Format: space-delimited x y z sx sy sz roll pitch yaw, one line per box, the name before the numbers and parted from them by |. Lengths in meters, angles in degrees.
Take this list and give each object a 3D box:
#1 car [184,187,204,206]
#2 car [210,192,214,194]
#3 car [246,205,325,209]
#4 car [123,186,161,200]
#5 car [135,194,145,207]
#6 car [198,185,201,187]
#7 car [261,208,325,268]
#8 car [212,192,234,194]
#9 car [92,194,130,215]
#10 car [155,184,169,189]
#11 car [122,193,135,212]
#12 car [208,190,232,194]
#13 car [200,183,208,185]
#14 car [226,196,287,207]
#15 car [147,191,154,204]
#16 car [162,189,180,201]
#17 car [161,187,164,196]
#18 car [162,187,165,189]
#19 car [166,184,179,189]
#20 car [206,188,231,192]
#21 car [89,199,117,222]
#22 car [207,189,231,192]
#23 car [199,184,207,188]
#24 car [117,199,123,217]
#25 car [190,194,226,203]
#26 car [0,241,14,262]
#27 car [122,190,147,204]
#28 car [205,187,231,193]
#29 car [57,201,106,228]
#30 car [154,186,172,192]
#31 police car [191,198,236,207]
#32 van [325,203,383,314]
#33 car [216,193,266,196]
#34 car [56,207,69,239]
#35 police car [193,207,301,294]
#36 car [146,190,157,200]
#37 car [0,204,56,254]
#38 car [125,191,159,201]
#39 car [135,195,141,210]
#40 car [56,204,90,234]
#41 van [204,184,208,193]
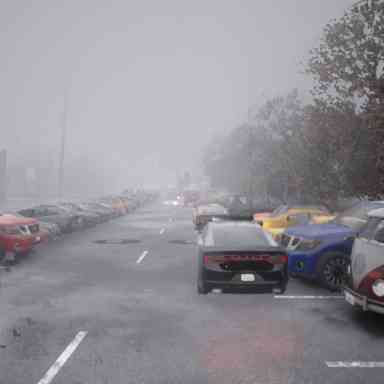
car | 0.104 0.706 45.001 2.150 2.045 5.566 0 2 1
car | 5.120 1.061 42.079 5.008 1.535 2.097 0 2 0
car | 5.063 1.482 14.194 5.008 1.535 2.097 0 0 0
car | -7.910 0.514 50.268 5.566 2.045 2.435 0 2 0
car | -7.996 1.247 36.349 4.792 1.488 2.163 0 1 0
car | 0.120 0.245 58.685 2.097 1.767 4.553 0 3 0
car | 5.248 1.479 11.285 5.366 1.575 1.946 0 0 0
car | 5.114 1.142 39.290 5.008 1.535 2.097 0 2 0
car | -7.952 1.255 27.992 4.553 1.767 2.185 0 1 0
car | -8.173 -0.646 91.217 4.792 1.488 2.163 0 3 0
car | -7.947 1.210 30.772 4.553 1.767 2.185 0 1 0
car | 5.321 0.872 47.522 5.366 1.575 1.946 0 2 0
car | 4.967 -0.808 91.316 4.553 1.767 2.185 0 3 0
car | 4.911 1.374 28.140 5.366 1.575 1.946 0 1 0
car | -7.979 1.008 44.715 4.792 1.488 2.163 0 2 0
car | -3.463 0.673 55.028 1.895 1.301 4.718 0 3 0
car | -7.892 0.406 58.630 4.792 1.488 2.163 0 3 0
car | -7.945 0.268 61.411 4.792 1.488 2.163 0 3 0
car | -3.392 -0.108 65.823 2.097 1.767 4.553 1 3 -1
car | 5.156 0.545 56.016 4.674 1.452 2.002 0 3 0
car | -8.001 1.445 22.417 5.008 1.535 2.097 0 1 0
car | 5.327 0.760 50.315 5.366 1.575 1.946 0 2 0
car | 4.927 -0.525 88.556 5.008 1.535 2.097 0 3 0
car | -7.986 1.457 25.207 4.674 1.452 2.002 0 0 0
car | 1.099 1.291 24.777 2.097 1.767 4.553 0 1 0
car | -3.593 1.505 2.470 1.837 1.490 4.892 0 0 0
car | -7.992 1.021 39.131 4.553 1.767 2.185 0 2 0
car | 5.161 0.407 58.797 4.674 1.452 2.002 0 3 0
car | -8.006 1.465 19.628 5.008 1.535 2.097 0 0 0
car | -8.136 -0.834 93.987 5.008 1.535 2.097 0 3 0
police car | 1.088 1.414 18.921 1.930 1.638 5.238 0 0 0
van | 4.935 1.255 5.716 4.442 1.987 1.878 0 0 0
car | 5.107 1.218 36.373 4.892 1.521 2.231 0 2 0
car | -8.014 1.522 14.055 4.674 1.452 2.002 0 0 0
police car | 1.068 1.427 8.923 1.930 1.638 5.238 0 0 0
car | -7.950 0.878 47.491 4.892 1.521 2.231 0 2 0
car | -7.989 1.230 11.272 5.566 2.045 2.435 0 0 0
car | -7.938 0.644 53.070 5.008 1.535 2.097 0 2 0
car | -7.943 1.310 33.562 4.792 1.488 2.163 0 1 0
car | -8.035 1.507 16.841 4.792 1.488 2.163 0 0 0
van | 5.037 0.011 61.455 4.442 1.987 1.878 -1 3 0
